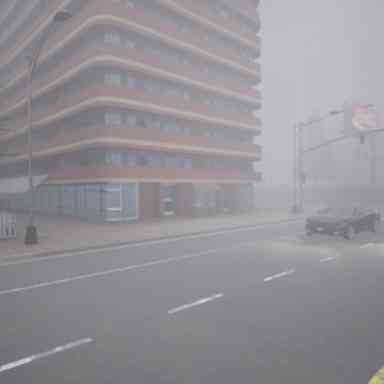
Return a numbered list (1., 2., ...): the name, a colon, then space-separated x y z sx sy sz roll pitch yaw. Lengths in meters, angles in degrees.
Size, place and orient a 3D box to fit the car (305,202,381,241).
1. car: 7.208 1.264 15.706 5.008 1.535 1.882 -1 0 -43
